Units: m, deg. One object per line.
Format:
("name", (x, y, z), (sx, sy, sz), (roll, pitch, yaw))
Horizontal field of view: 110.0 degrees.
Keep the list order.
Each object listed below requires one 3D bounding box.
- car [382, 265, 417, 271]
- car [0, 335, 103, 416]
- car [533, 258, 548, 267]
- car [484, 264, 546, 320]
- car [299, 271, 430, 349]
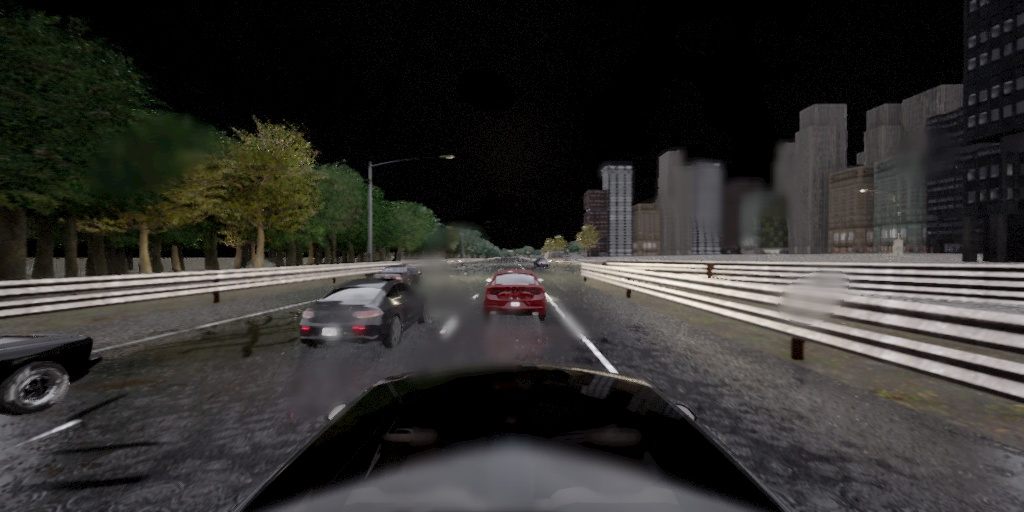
("car", (-6.898, 1.280, 22.282), (2.033, 1.411, 5.357), (0, 0, 0))
("car", (-6.903, 1.351, 3.024), (1.895, 1.301, 4.718), (0, 0, 0))
("car", (5.061, 1.193, 63.751), (2.033, 1.649, 4.856), (0, 0, -6))
("car", (0.099, 1.222, 12.706), (1.882, 1.535, 5.008), (0, 0, 0))
("car", (-3.401, 1.273, 9.046), (1.812, 1.442, 4.674), (0, 0, 0))
